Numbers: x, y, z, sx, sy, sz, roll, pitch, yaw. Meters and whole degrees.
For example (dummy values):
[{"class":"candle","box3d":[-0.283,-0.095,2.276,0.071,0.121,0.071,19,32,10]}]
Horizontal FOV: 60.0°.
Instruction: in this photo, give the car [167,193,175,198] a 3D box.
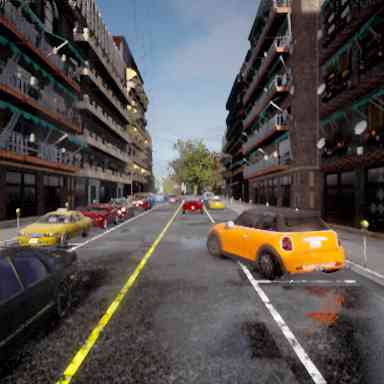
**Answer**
[{"class":"car","box3d":[-5.798,0.892,93.753,2.008,1.369,4.403,1,0,0]}]

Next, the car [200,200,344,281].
[{"class":"car","box3d":[2.206,1.276,10.052,2.097,1.767,4.553,0,0,-22]}]

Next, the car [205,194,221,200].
[{"class":"car","box3d":[2.692,1.253,37.276,1.752,1.417,4.829,1,0,0]}]

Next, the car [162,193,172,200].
[{"class":"car","box3d":[-5.701,1.019,76.773,1.947,1.339,4.313,1,0,0]}]

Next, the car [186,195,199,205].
[{"class":"car","box3d":[0.074,1.147,52.193,1.812,1.442,4.674,0,0,0]}]

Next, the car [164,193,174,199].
[{"class":"car","box3d":[-5.702,0.966,82.434,2.008,1.369,4.403,1,0,0]}]

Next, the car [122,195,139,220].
[{"class":"car","box3d":[-5.685,1.250,25.818,1.967,1.590,4.097,1,0,0]}]

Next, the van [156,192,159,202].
[{"class":"van","box3d":[-5.688,1.029,42.801,1.690,1.788,3.998,1,0,0]}]

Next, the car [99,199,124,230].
[{"class":"car","box3d":[-5.685,1.395,20.156,1.887,1.381,4.507,1,0,0]}]

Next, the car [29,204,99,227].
[{"class":"car","box3d":[-5.684,1.419,14.326,1.752,1.417,4.829,1,0,0]}]

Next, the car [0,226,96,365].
[{"class":"car","box3d":[-3.103,1.513,4.444,2.033,1.411,5.357,0,0,0]}]

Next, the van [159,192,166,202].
[{"class":"van","box3d":[-5.693,0.910,59.786,1.690,1.788,3.998,1,0,0]}]

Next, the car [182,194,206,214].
[{"class":"car","box3d":[0.079,1.238,32.624,1.882,1.535,5.008,0,1,0]}]

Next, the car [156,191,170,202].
[{"class":"car","box3d":[-5.694,0.845,65.447,2.192,1.841,5.009,1,0,0]}]

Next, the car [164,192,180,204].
[{"class":"car","box3d":[-3.047,1.131,54.462,1.812,1.442,4.674,0,0,1]}]

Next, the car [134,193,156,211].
[{"class":"car","box3d":[-5.686,1.043,37.140,2.192,1.841,5.009,1,0,0]}]
